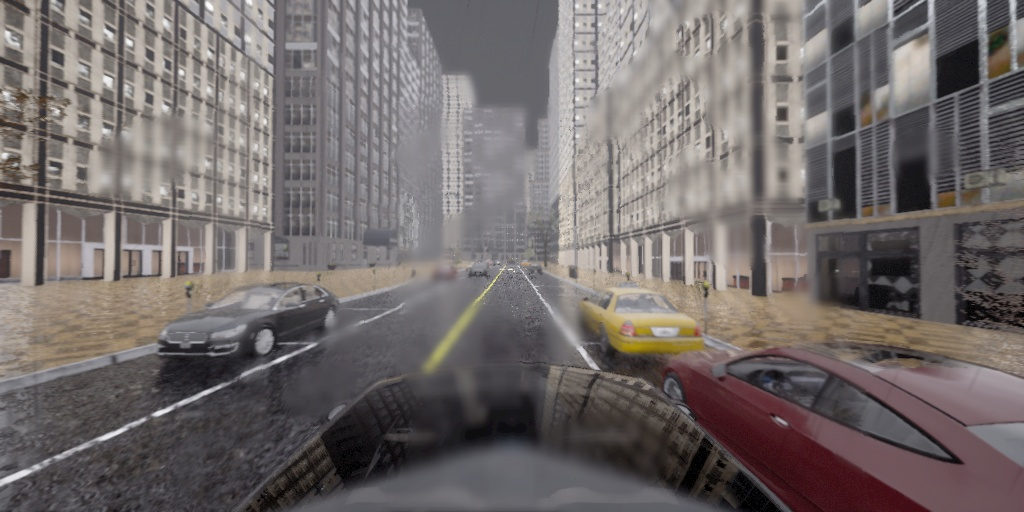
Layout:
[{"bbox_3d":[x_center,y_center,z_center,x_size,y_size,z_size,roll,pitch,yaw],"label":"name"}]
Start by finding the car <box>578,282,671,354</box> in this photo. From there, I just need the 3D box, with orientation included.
[{"bbox_3d":[2.687,1.307,8.621,1.751,1.417,4.829,0,0,0],"label":"car"}]

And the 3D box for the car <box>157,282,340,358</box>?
[{"bbox_3d":[-5.694,1.332,8.427,2.007,1.370,4.403,0,0,0],"label":"car"}]

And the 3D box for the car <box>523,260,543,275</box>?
[{"bbox_3d":[2.664,1.484,42.300,2.007,1.370,4.403,0,0,0],"label":"car"}]

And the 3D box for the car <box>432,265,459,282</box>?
[{"bbox_3d":[-5.709,1.429,30.997,1.888,1.381,4.507,0,0,0],"label":"car"}]

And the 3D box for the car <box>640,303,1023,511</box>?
[{"bbox_3d":[2.691,1.337,2.810,1.802,1.307,4.207,0,0,0],"label":"car"}]

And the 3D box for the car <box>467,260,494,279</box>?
[{"bbox_3d":[-3.118,1.408,35.091,1.837,1.490,4.892,0,-1,0],"label":"car"}]
